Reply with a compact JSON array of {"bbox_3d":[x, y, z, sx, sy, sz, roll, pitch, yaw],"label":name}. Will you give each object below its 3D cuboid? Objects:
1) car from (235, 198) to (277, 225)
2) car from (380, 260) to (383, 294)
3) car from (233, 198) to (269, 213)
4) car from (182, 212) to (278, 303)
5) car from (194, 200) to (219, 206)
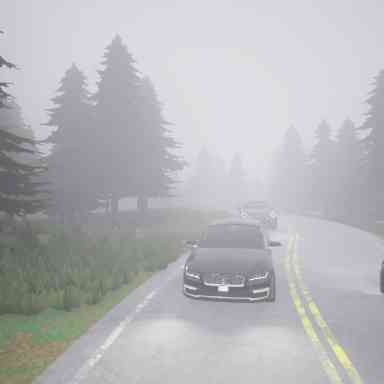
[{"bbox_3d":[3.868,1.270,20.365,2.097,1.767,4.553,-1,0,5],"label":"car"},{"bbox_3d":[4.492,1.308,4.642,2.097,1.767,4.553,-1,0,8],"label":"car"},{"bbox_3d":[6.189,1.410,35.735,1.837,1.490,4.892,2,-1,-16],"label":"car"},{"bbox_3d":[1.088,1.496,8.411,1.837,1.490,4.892,-1,0,12],"label":"car"},{"bbox_3d":[1.901,1.799,44.859,1.812,1.442,4.674,3,-5,-35],"label":"car"}]
